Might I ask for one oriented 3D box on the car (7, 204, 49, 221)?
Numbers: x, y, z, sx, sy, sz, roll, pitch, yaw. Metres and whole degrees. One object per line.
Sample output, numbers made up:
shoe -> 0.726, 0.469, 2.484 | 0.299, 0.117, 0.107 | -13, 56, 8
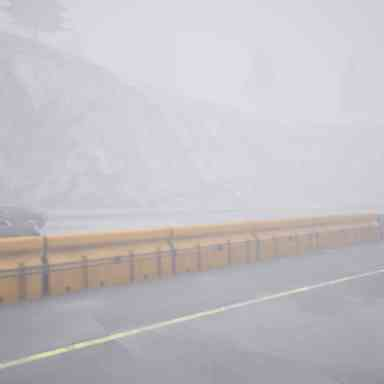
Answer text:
car -> -10.535, 1.457, 17.832 | 5.008, 1.535, 1.882 | 0, 0, -34

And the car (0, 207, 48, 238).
car -> -7.804, 1.478, 11.207 | 4.902, 1.511, 2.128 | 0, 0, -35

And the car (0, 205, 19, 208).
car -> -10.149, 1.488, 13.839 | 4.892, 1.490, 1.837 | 0, 0, -35

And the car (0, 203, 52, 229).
car -> -11.674, 1.502, 21.292 | 4.674, 1.442, 1.812 | 0, 0, -34
